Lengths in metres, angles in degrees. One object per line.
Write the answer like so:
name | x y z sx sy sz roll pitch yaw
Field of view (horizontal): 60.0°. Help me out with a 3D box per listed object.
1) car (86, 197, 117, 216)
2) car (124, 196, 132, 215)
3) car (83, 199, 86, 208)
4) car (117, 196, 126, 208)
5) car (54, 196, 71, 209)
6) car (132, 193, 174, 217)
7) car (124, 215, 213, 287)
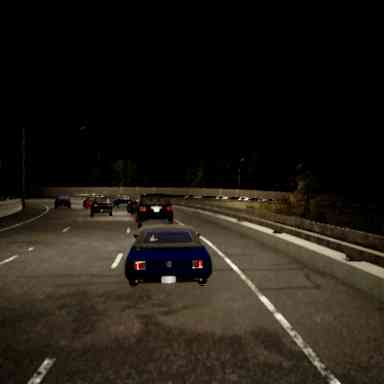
car | -8.239 1.329 30.228 2.128 1.511 4.902 0 0 -16
car | -5.068 1.391 31.784 1.994 1.385 4.181 0 0 -17
car | -12.857 1.336 42.770 1.994 1.385 4.181 0 0 -23
car | -8.896 1.263 42.357 2.128 1.511 4.902 0 0 -22
car | -16.201 1.273 41.686 2.128 1.511 4.902 0 0 -23
car | -2.536 1.104 21.562 2.150 2.045 5.566 0 0 -11
car | -0.690 1.549 9.218 1.895 1.301 4.718 0 0 -5
